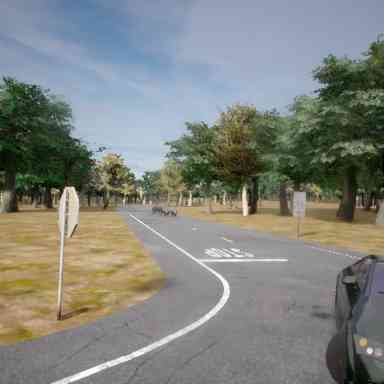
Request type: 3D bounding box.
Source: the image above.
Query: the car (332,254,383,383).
[{"bbox_3d":[3.113,1.643,4.634,1.994,1.385,4.181,1,-1,22],"label":"car"}]

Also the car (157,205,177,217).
[{"bbox_3d":[-3.457,2.848,48.040,1.895,1.301,4.718,3,-2,-13],"label":"car"}]

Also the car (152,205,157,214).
[{"bbox_3d":[-5.709,2.959,56.887,1.882,1.535,5.008,3,-2,-14],"label":"car"}]
